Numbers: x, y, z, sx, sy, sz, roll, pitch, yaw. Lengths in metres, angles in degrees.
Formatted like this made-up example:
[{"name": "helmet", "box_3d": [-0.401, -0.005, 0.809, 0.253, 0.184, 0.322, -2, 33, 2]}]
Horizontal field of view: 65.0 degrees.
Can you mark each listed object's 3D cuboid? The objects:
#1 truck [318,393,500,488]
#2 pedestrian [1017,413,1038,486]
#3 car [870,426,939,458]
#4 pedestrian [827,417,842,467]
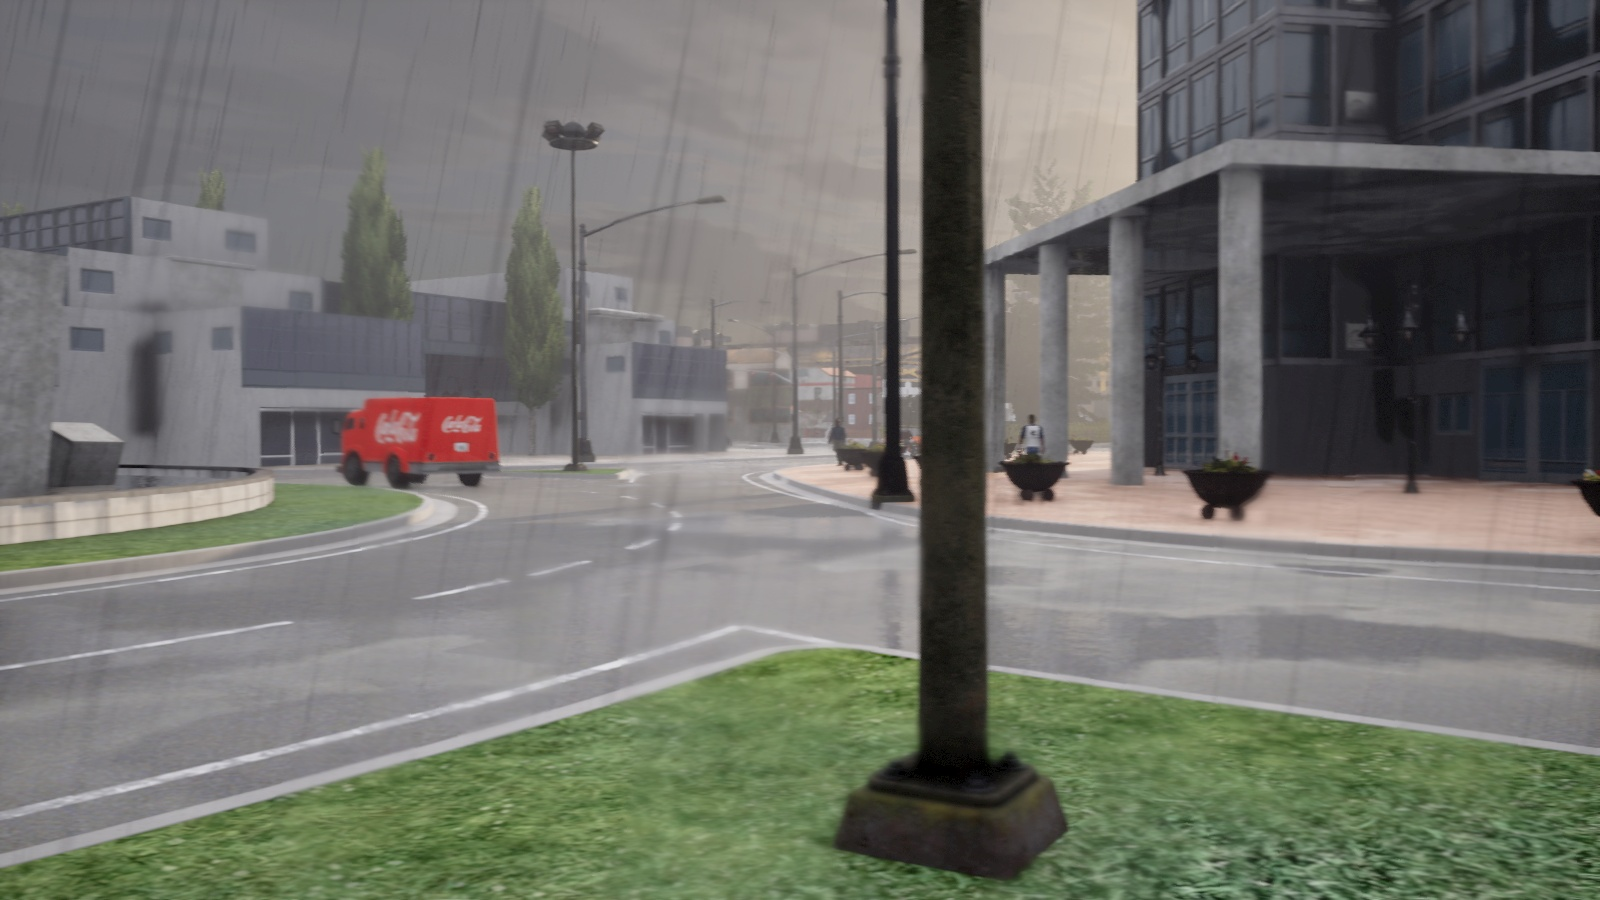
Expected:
[{"name": "truck", "box_3d": [-11.029, -0.291, 35.197, 5.204, 2.467, 2.627, 1, 1, 43]}, {"name": "pedestrian", "box_3d": [5.756, -0.024, 31.785, 0.354, 1.836, 0.706, 0, 1, -3]}, {"name": "car", "box_3d": [5.901, -0.482, 70.645, 2.097, 1.767, 4.553, 1, 1, 31]}, {"name": "pedestrian", "box_3d": [1.288, -0.305, 47.172, 0.370, 1.835, 0.726, 0, 1, 16]}]
